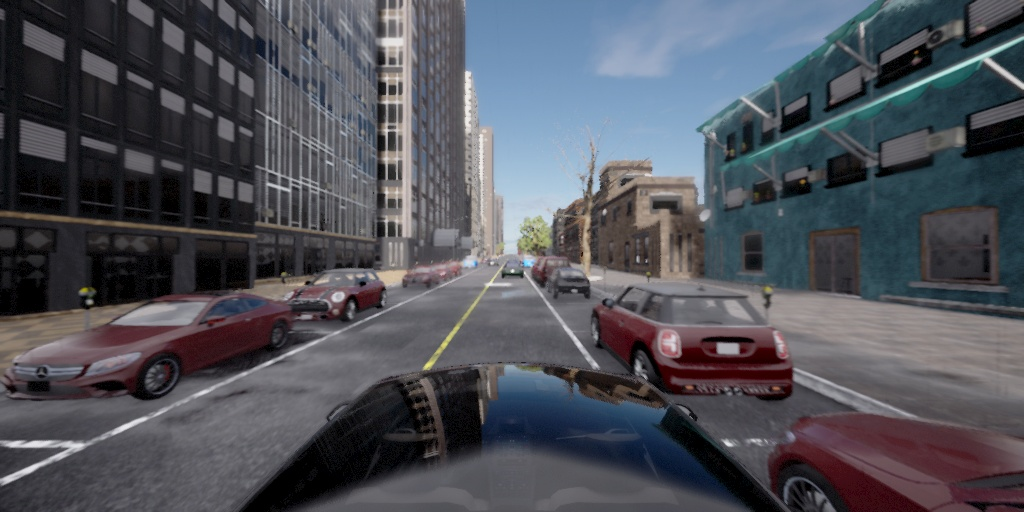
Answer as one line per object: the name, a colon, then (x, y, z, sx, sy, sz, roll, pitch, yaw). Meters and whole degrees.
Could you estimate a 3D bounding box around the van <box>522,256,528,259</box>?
van: (2.581, 0.874, 56.342, 1.690, 1.789, 3.998, 0, 0, 0)

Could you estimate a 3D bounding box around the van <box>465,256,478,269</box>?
van: (-5.788, 0.907, 50.777, 1.690, 1.789, 3.998, 0, 0, 0)

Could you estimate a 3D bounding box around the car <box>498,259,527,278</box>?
car: (0.047, 1.208, 32.162, 1.994, 1.385, 4.181, 0, 0, -1)

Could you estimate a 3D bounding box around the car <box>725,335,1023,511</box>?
car: (2.697, 1.332, 0.873, 1.802, 1.307, 4.207, 0, 0, 0)

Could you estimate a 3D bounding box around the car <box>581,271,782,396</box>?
car: (2.685, 1.173, 6.422, 1.967, 1.591, 4.097, 0, 0, 0)

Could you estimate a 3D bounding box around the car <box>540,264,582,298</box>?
car: (2.663, 1.248, 17.514, 2.007, 1.370, 4.403, 0, 0, 0)

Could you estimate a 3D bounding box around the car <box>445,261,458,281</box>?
car: (-5.741, 1.245, 28.591, 1.802, 1.307, 4.207, 0, 0, 0)

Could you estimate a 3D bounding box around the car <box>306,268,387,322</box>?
car: (-5.707, 1.163, 11.950, 1.967, 1.591, 4.097, 0, 0, 0)

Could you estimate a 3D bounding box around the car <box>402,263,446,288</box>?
car: (-5.730, 1.266, 23.042, 1.802, 1.307, 4.207, 0, 0, 0)

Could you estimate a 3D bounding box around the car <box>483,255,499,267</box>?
car: (-3.162, 1.014, 59.987, 2.128, 1.511, 4.902, 0, 0, 1)

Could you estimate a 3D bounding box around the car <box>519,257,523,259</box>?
car: (0.013, 1.120, 43.719, 1.812, 1.442, 4.674, 0, 0, 0)

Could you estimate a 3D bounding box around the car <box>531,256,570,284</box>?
car: (2.651, 0.992, 23.060, 2.192, 1.841, 5.009, 0, 0, 0)

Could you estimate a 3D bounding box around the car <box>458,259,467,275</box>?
car: (-5.753, 1.185, 34.137, 1.888, 1.381, 4.507, 0, 0, 0)

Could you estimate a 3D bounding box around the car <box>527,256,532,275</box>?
car: (2.639, 0.971, 28.609, 2.192, 1.841, 5.009, 0, 0, 0)

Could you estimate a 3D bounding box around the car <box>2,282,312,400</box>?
car: (-5.695, 1.322, 6.404, 1.802, 1.307, 4.207, 0, 0, 0)
